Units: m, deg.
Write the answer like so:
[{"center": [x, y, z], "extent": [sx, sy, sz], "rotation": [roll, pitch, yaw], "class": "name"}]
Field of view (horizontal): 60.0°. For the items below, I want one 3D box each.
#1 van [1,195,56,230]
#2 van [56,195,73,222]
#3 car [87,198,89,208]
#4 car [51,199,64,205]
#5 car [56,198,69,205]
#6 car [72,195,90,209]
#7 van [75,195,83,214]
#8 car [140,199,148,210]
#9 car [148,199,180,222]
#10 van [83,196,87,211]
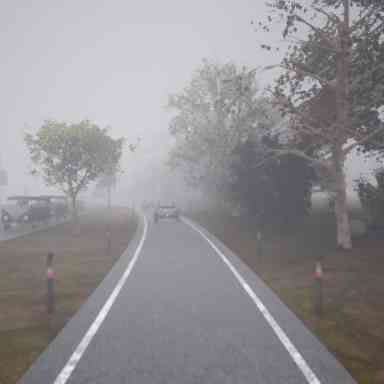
[{"center": [-10.098, 1.240, 20.475], "extent": [1.878, 1.987, 4.442], "rotation": [1, -1, -9], "class": "van"}, {"center": [-10.893, 1.267, 25.998], "extent": [1.878, 1.987, 4.442], "rotation": [1, -1, -10], "class": "van"}, {"center": [-14.408, 1.635, 42.316], "extent": [1.946, 1.575, 5.366], "rotation": [2, -2, -14], "class": "car"}, {"center": [-35.578, 2.551, 88.056], "extent": [2.097, 1.535, 5.008], "rotation": [-1, -1, -34], "class": "car"}, {"center": [-32.438, 2.414, 83.289], "extent": [2.231, 1.521, 4.892], "rotation": [-1, -1, -31], "class": "car"}, {"center": [-17.790, 1.546, 53.142], "extent": [2.435, 2.045, 5.566], "rotation": [2, -2, -20], "class": "car"}, {"center": [-11.871, 1.305, 31.503], "extent": [1.878, 1.987, 4.442], "rotation": [1, -1, -10], "class": "van"}, {"center": [-5.558, 1.558, 42.724], "extent": [1.895, 1.301, 4.718], "rotation": [-1, 0, -14], "class": "car"}, {"center": [-2.099, 1.445, 25.872], "extent": [2.128, 1.511, 4.902], "rotation": [0, 0, -9], "class": "car"}, {"center": [-13.037, 1.354, 36.974], "extent": [1.878, 1.987, 4.442], "rotation": [2, -2, -16], "class": "van"}]
